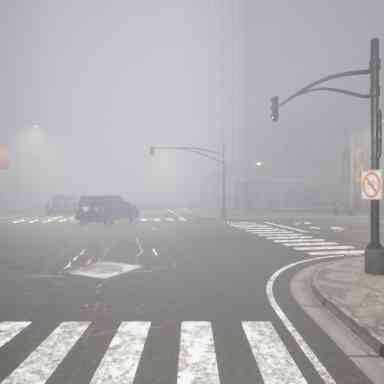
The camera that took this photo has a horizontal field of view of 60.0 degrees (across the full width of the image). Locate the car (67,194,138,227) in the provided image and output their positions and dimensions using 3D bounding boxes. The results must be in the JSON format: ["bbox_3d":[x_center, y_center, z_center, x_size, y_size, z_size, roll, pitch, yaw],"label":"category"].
[{"bbox_3d":[-5.833,1.228,23.318,2.150,2.045,5.566,1,0,18],"label":"car"}]

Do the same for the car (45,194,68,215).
[{"bbox_3d":[-13.313,1.238,34.167,2.150,2.045,5.566,0,0,-10],"label":"car"}]

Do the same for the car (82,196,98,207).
[{"bbox_3d":[-16.529,1.514,54.058,1.882,1.535,5.008,0,0,-9],"label":"car"}]

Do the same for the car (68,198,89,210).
[{"bbox_3d":[-14.922,1.589,44.026,1.994,1.385,4.181,0,0,-10],"label":"car"}]
